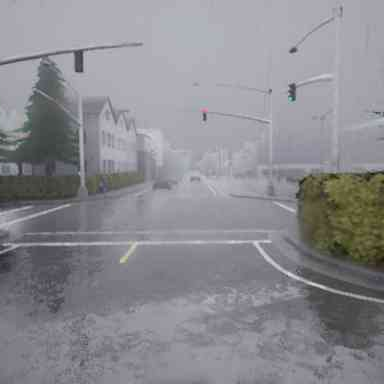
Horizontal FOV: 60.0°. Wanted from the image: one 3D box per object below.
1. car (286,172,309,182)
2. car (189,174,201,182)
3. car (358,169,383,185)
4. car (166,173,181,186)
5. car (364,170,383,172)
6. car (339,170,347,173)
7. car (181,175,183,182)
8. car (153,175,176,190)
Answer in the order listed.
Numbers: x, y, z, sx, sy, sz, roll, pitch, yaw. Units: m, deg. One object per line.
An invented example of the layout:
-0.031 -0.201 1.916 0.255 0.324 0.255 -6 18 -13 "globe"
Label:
15.957 -2.233 51.435 2.007 1.523 4.514 -1 4 0 "car"
0.634 -2.601 60.663 1.812 1.442 4.674 -1 4 1 "car"
22.816 -1.858 41.372 1.932 1.855 4.605 -1 4 0 "car"
-3.054 -1.828 47.219 2.097 1.767 4.553 -1 4 1 "car"
19.467 -1.311 33.549 1.905 1.878 3.866 -1 4 0 "car"
26.092 -3.000 58.692 2.152 1.636 5.027 -1 4 0 "car"
-2.842 -2.823 63.051 2.097 1.767 4.553 -1 4 1 "car"
-3.199 -0.901 37.068 1.895 1.301 4.718 -1 4 1 "car"
